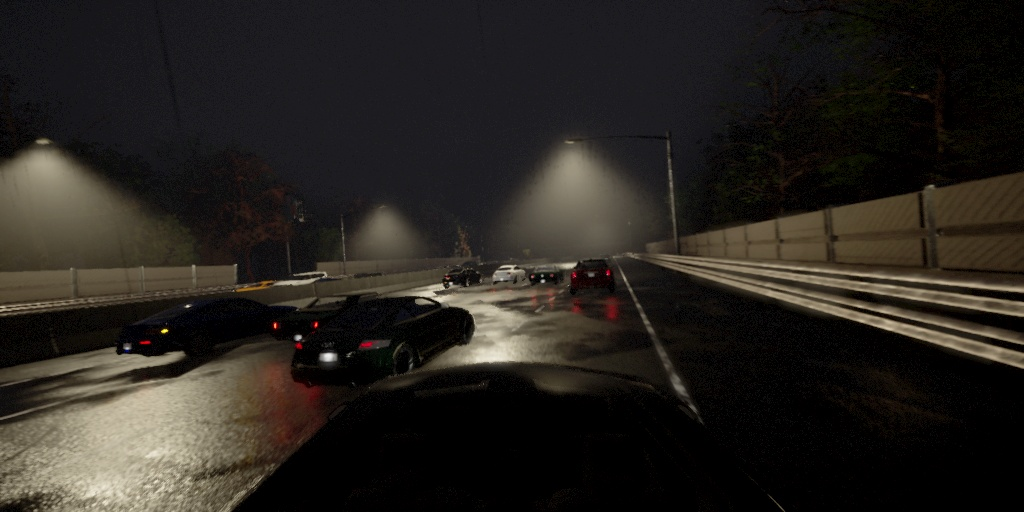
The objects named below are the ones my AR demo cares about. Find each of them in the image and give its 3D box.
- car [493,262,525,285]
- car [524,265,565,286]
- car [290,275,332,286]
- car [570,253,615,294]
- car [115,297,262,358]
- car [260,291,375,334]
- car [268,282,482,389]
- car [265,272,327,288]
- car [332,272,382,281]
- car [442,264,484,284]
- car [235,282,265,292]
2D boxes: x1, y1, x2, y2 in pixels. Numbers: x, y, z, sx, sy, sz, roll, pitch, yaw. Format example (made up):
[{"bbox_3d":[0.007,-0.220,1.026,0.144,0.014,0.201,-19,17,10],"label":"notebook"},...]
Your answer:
[{"bbox_3d":[-0.165,1.451,28.623,1.812,1.442,4.674,-4,0,15],"label":"car"},{"bbox_3d":[2.558,1.301,25.286,1.895,1.301,4.718,-4,0,15],"label":"car"},{"bbox_3d":[-17.306,2.764,32.779,1.812,1.442,4.674,-4,0,16],"label":"car"},{"bbox_3d":[4.283,0.881,18.865,2.097,1.767,4.553,-4,0,15],"label":"car"},{"bbox_3d":[-8.669,1.980,10.870,1.812,1.442,4.674,-4,0,15],"label":"car"},{"bbox_3d":[-4.908,1.776,11.361,1.895,1.301,4.718,-4,0,15],"label":"car"},{"bbox_3d":[-2.339,1.522,7.543,1.994,1.385,4.181,-4,0,15],"label":"car"},{"bbox_3d":[-20.361,2.701,34.925,2.150,2.045,5.566,-4,0,16],"label":"car"},{"bbox_3d":[-13.669,2.318,32.889,2.097,1.767,4.553,-4,0,16],"label":"car"},{"bbox_3d":[-3.823,1.703,28.435,1.837,1.490,4.892,-4,0,15],"label":"car"},{"bbox_3d":[-24.007,3.232,34.749,1.882,1.535,5.008,-4,0,16],"label":"car"}]
